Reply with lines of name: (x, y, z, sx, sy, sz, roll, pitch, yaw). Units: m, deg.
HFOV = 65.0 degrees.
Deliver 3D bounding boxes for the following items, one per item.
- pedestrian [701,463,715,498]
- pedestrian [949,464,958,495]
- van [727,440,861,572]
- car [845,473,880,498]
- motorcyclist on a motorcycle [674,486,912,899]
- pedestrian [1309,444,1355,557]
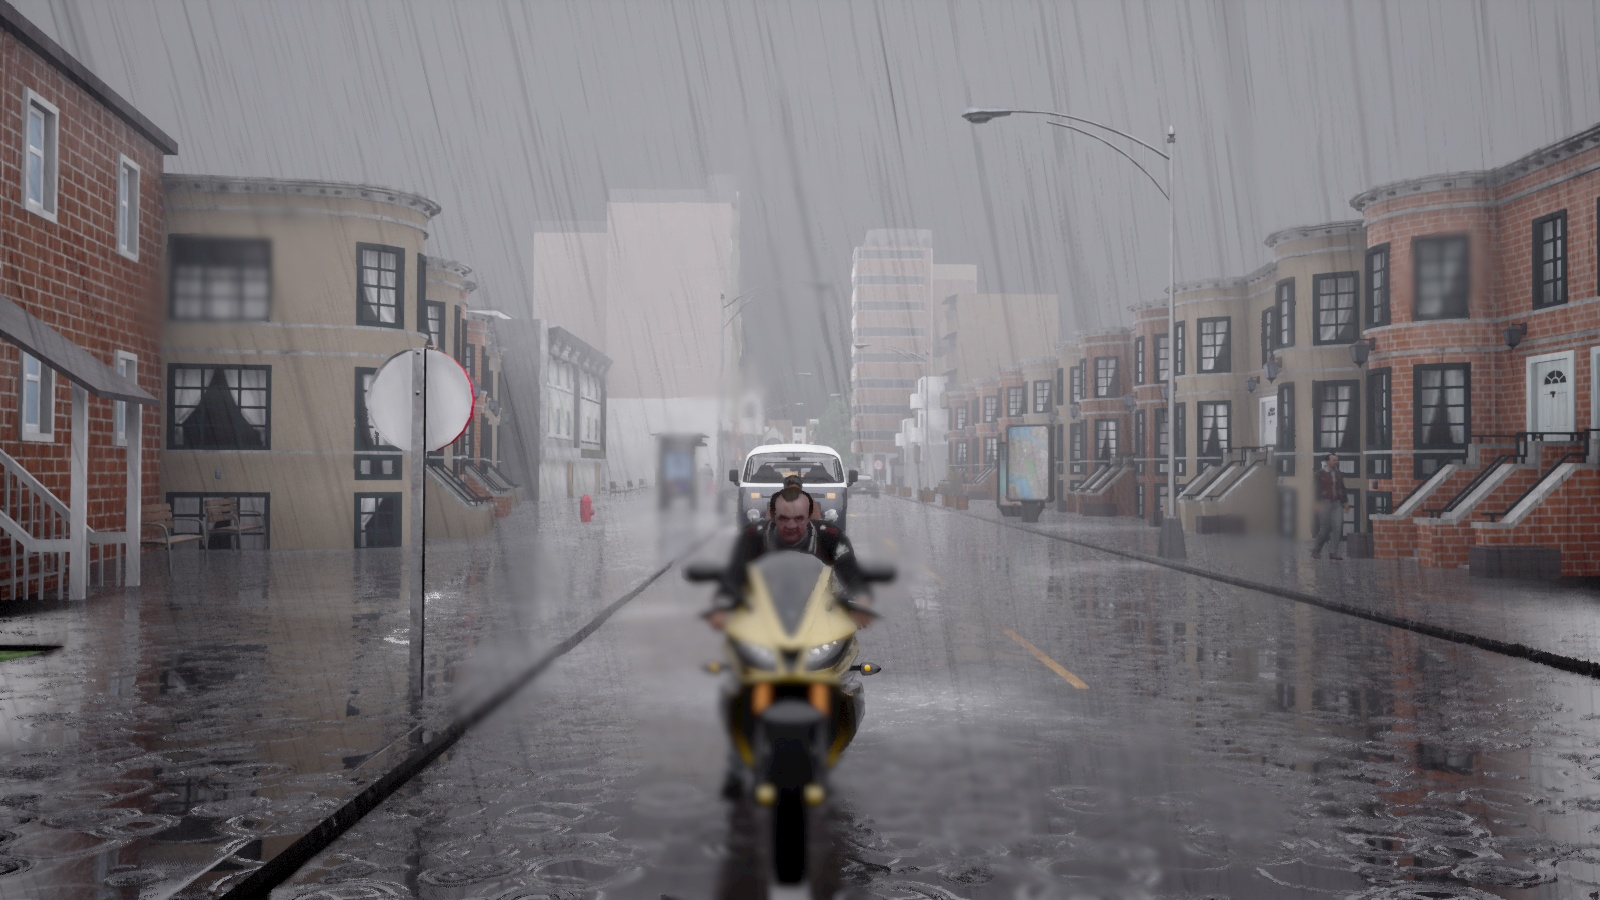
pedestrian: (-5.291, 1.759, 72.429, 0.659, 1.952, 0.873, 0, -1, 4)
pedestrian: (9.023, 1.725, 73.840, 0.431, 1.840, 0.709, 0, -1, -4)
van: (-0.106, 0.902, 21.712, 2.069, 2.038, 4.480, 0, -1, 0)
car: (3.651, 2.073, 74.441, 1.812, 1.442, 4.674, 0, -1, 0)
motorcyclist on a motorcycle: (-0.032, 0.945, 5.682, 0.866, 1.530, 2.191, 0, -1, 0)
pedestrian: (8.913, 0.841, 21.051, 0.376, 1.854, 0.720, 0, -1, -9)
